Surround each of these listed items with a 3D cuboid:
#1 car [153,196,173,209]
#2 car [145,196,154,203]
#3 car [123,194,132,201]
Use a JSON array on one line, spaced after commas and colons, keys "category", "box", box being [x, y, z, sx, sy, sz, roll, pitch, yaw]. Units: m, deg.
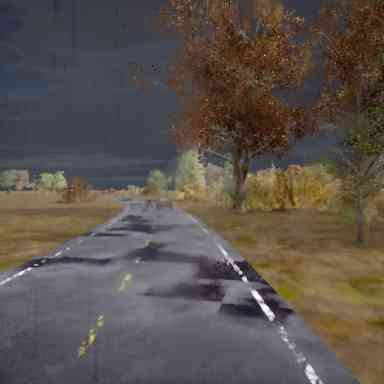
[{"category": "car", "box": [-3.649, 1.419, 43.126, 1.812, 1.442, 4.674, 0, 0, -9]}, {"category": "car", "box": [-7.848, 1.457, 63.345, 1.895, 1.301, 4.718, 0, 0, -14]}, {"category": "car", "box": [-15.217, 1.342, 78.216, 1.837, 1.490, 4.892, 0, 0, -18]}]
